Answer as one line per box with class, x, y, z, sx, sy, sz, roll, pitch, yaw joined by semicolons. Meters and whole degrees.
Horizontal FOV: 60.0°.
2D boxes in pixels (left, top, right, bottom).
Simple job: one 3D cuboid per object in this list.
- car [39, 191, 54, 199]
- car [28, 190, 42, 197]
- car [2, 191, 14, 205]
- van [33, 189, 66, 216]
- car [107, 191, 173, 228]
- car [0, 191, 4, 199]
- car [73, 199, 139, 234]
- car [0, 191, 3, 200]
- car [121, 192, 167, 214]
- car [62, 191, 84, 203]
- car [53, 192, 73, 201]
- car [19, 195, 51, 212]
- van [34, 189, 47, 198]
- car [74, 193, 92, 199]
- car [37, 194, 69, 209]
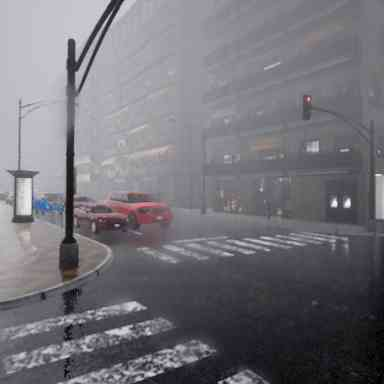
car;-27.875;0.563;63.662;1.752;1.417;4.829;2;0;-36
car;-34.389;0.304;72.701;1.967;1.590;4.097;2;0;-36
car;-21.237;0.817;40.125;1.752;1.417;4.829;2;0;-36
van;-11.407;0.895;26.497;1.690;1.788;3.998;2;0;-36
car;-3.320;0.967;19.687;2.150;2.045;5.566;1;0;-36
car;-34.569;0.481;58.617;1.887;1.381;4.507;2;0;-36
car;-4.798;1.275;17.320;1.887;1.381;4.507;2;0;-36
car;-27.949;0.553;49.440;1.967;1.590;4.097;2;0;-36
car;-4.613;0.972;31.404;2.192;1.841;5.009;2;0;-36
car;-17.849;0.744;49.759;1.967;1.590;4.097;2;0;-36
car;-21.161;0.782;54.346;1.947;1.339;4.313;2;0;-36
car;-14.721;1.010;31.086;1.887;1.381;4.507;2;0;-36
van;-31.078;0.293;68.113;1.690;1.788;3.998;2;0;-36
car;-9.195;1.066;27.833;1.882;1.535;5.008;1;0;-36
car;-15.100;0.979;36.033;2.033;1.411;5.357;1;0;-36
